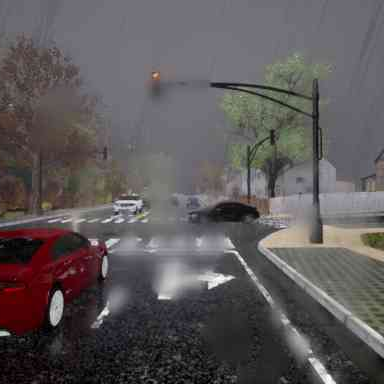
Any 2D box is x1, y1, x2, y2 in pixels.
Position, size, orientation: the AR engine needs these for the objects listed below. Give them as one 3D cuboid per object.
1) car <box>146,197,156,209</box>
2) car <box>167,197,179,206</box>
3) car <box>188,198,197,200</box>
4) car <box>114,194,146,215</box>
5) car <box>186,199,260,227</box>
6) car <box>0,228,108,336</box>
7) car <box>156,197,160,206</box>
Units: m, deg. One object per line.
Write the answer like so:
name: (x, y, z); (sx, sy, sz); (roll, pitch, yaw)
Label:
car: (-6.564, 1.524, 45.212); (2.128, 1.511, 4.902); (0, 0, 0)
car: (-3.111, 1.592, 54.273); (2.033, 1.411, 5.357); (0, 0, 0)
car: (0.138, 1.592, 53.777); (2.033, 1.411, 5.357); (0, 0, 0)
car: (-6.574, 1.243, 34.869); (2.150, 2.045, 5.566); (0, 0, 0)
car: (1.953, 1.335, 20.888); (4.674, 1.442, 1.812); (-2, -1, -12)
car: (-3.145, 1.480, 6.878); (1.882, 1.535, 5.008); (0, 0, 0)
car: (-6.543, 1.613, 57.205); (1.994, 1.385, 4.181); (0, 0, 0)
